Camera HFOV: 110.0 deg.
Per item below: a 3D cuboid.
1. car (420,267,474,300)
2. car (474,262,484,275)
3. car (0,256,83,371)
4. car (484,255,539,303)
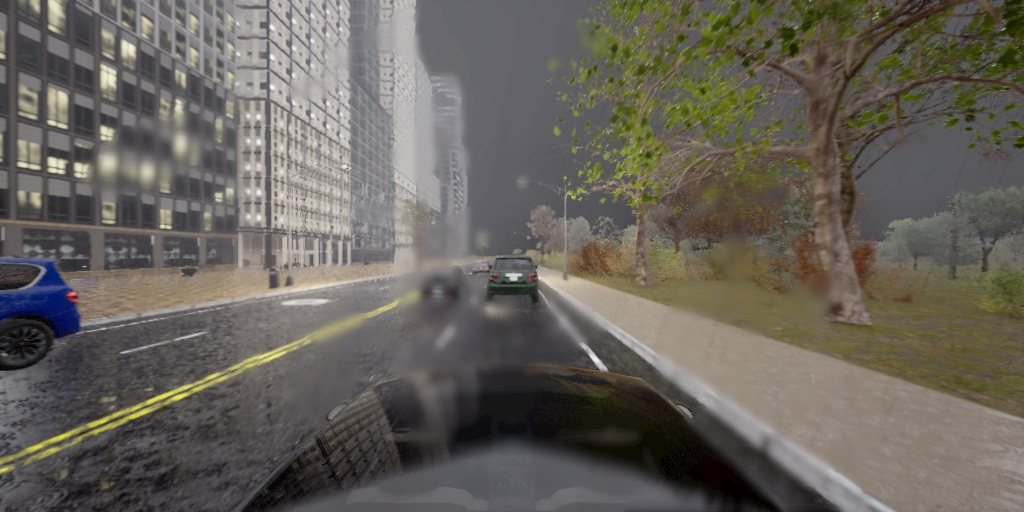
[{"bbox_3d":[-3.193,1.289,17.843,1.837,1.490,4.892,0,0,0],"label":"car"},{"bbox_3d":[-3.262,1.365,40.452,2.033,1.411,5.357,0,0,0],"label":"car"},{"bbox_3d":[-9.809,1.001,4.892,2.150,2.045,5.566,0,0,0],"label":"car"},{"bbox_3d":[0.062,0.995,16.859,2.150,2.045,5.566,0,0,0],"label":"car"}]
